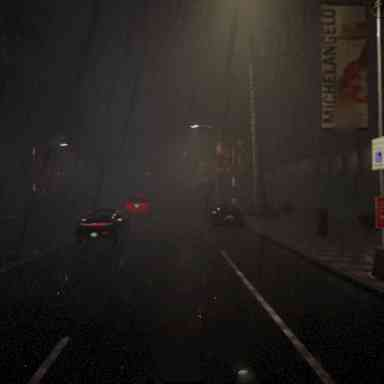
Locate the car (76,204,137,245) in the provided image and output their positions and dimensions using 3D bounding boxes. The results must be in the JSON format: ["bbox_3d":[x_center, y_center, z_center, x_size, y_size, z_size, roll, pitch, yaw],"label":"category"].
[{"bbox_3d":[-4.232,1.591,16.364,2.128,1.511,4.902,-1,0,-3],"label":"car"}]

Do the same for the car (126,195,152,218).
[{"bbox_3d":[-5.055,1.363,31.717,2.150,2.045,5.566,-1,-1,-5],"label":"car"}]

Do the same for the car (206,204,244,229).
[{"bbox_3d":[2.068,1.525,21.868,2.161,1.482,4.786,-1,0,-4],"label":"car"}]
